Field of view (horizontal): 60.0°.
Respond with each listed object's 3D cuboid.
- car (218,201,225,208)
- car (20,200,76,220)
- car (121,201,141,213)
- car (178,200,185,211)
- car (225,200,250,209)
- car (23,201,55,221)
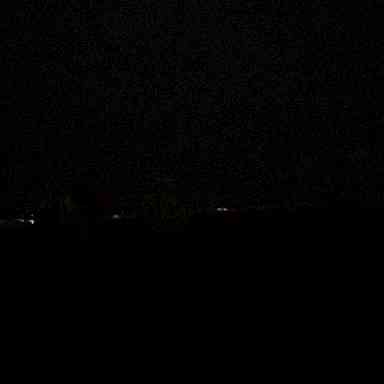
[{"bbox_3d":[6.742,2.228,60.494,2.033,1.411,5.357,-1,-1,36],"label":"car"},{"bbox_3d":[-13.779,1.644,32.147,2.097,1.767,4.553,-1,-1,36],"label":"car"},{"bbox_3d":[-8.078,1.903,40.055,1.837,1.490,4.892,-1,-1,36],"label":"car"},{"bbox_3d":[-2.156,2.013,48.276,1.837,1.490,4.892,-1,-1,36],"label":"car"},{"bbox_3d":[8.015,2.084,56.201,1.837,1.490,4.892,-1,-1,36],"label":"car"},{"bbox_3d":[-11.549,1.704,28.961,2.128,1.511,4.902,-2,-1,36],"label":"car"}]
